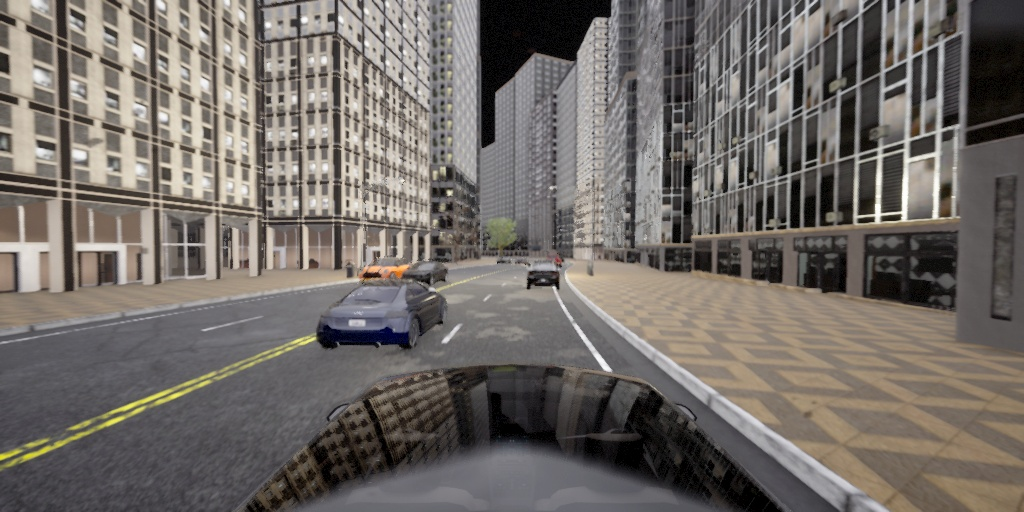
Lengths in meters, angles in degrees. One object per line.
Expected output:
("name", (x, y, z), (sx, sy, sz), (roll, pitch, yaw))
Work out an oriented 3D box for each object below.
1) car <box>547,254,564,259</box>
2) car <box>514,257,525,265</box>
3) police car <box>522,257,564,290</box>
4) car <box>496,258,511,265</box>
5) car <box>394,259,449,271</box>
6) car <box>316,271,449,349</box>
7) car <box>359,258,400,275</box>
("car", (6.421, 0.700, 55.503), (2.150, 2.045, 5.566), (0, 0, 12))
("car", (1.735, 0.949, 64.555), (1.994, 1.385, 4.181), (0, 0, 12))
("police car", (1.891, 1.074, 21.779), (1.930, 1.638, 5.238), (0, 0, 5))
("car", (-1.461, 0.964, 65.046), (1.895, 1.301, 4.718), (0, 0, 12))
("car", (-5.511, 1.086, 23.169), (1.882, 1.535, 5.008), (0, 0, 6))
("car", (-2.955, 1.265, 9.003), (1.994, 1.385, 4.181), (0, 0, 2))
("car", (-8.613, 0.936, 24.757), (2.097, 1.767, 4.553), (0, 0, 6))
